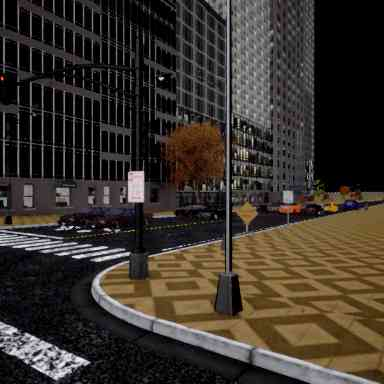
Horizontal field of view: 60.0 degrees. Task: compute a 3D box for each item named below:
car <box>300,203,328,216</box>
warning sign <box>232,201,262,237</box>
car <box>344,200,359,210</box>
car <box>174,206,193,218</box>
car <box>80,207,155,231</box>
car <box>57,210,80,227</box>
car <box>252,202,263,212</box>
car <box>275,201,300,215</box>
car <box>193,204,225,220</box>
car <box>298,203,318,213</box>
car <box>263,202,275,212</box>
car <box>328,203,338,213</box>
[{"bbox_3d":[16.275,2.353,44.221,1.837,1.490,4.892,0,-1,33],"label":"car"},{"bbox_3d":[3.095,1.454,18.576,1.300,1.860,1.060,1,1,33],"label":"warning sign"},{"bbox_3d":[31.476,2.536,65.773,2.150,2.045,5.566,0,-1,33],"label":"car"},{"bbox_3d":[-0.032,2.174,37.188,1.895,1.301,4.718,0,-1,33],"label":"car"},{"bbox_3d":[-4.899,1.874,23.649,2.033,1.411,5.357,0,-1,33],"label":"car"},{"bbox_3d":[-7.551,1.873,25.533,2.033,1.411,5.357,0,-1,33],"label":"car"},{"bbox_3d":[10.936,2.430,54.015,2.128,1.511,4.902,0,-1,33],"label":"car"},{"bbox_3d":[13.738,2.203,46.277,2.097,1.767,4.553,0,-1,33],"label":"car"},{"bbox_3d":[2.462,2.073,35.057,1.837,1.490,4.892,0,-1,33],"label":"car"},{"bbox_3d":[19.143,2.576,54.746,2.033,1.411,5.357,0,-1,33],"label":"car"},{"bbox_3d":[13.297,2.274,51.694,2.097,1.767,4.553,0,-1,33],"label":"car"},{"bbox_3d":[21.875,2.510,52.986,1.882,1.535,5.008,0,-1,33],"label":"car"}]
